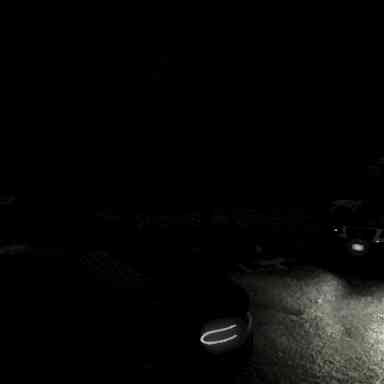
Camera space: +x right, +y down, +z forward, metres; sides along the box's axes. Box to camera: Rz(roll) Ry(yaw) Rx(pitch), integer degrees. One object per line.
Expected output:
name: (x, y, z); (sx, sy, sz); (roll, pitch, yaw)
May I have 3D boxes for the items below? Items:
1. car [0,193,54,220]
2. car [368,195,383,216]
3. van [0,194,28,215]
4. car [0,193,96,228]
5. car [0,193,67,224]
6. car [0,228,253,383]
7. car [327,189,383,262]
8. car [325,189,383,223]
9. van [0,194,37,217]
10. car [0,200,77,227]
car: (-14.664, 1.137, 27.772); (2.435, 2.045, 5.566); (0, 0, 28)
car: (16.616, 1.003, 25.526); (5.366, 1.575, 1.946); (-1, 0, 30)
van: (-18.556, 1.169, 32.310); (1.878, 1.987, 4.442); (0, 0, 28)
car: (-8.727, 1.127, 21.217); (2.435, 2.045, 5.566); (0, 0, 28)
car: (-12.690, 1.134, 25.567); (2.435, 2.045, 5.566); (0, 0, 28)
car: (-1.699, 1.448, 4.644); (5.008, 1.535, 1.882); (-1, 1, 12)
car: (6.498, 1.029, 10.242); (5.566, 2.045, 2.150); (-1, 1, -37)
car: (11.853, 0.856, 21.717); (5.566, 2.045, 2.435); (-1, 0, 29)
van: (-16.581, 1.166, 30.106); (1.878, 1.987, 4.442); (0, 0, 28)
car: (-10.702, 1.411, 23.365); (2.163, 1.488, 4.792); (0, 0, 28)
